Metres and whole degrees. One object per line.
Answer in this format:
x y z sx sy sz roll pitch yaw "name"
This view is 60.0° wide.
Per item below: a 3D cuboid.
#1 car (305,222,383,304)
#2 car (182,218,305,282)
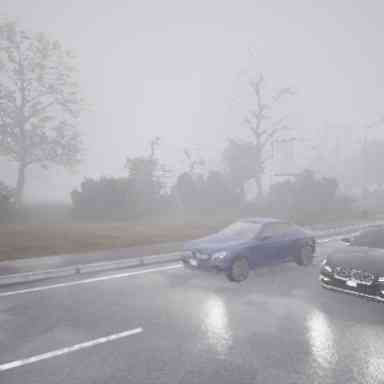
4.953 1.490 7.837 4.892 1.490 1.837 0 0 -38 "car"
1.871 1.519 9.874 4.674 1.442 1.812 0 0 -38 "car"
